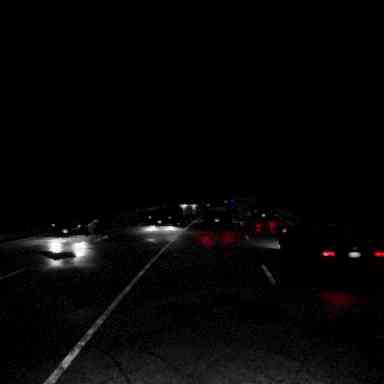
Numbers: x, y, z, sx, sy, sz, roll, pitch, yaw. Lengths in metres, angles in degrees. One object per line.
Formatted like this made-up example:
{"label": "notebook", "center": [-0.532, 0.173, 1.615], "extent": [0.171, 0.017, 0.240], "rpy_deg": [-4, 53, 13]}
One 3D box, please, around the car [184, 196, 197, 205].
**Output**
{"label": "car", "center": [-0.243, 1.514, 60.386], "extent": [1.837, 1.490, 4.892], "rpy_deg": [0, 0, 9]}

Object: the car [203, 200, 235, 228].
{"label": "car", "center": [1.750, 1.536, 22.214], "extent": [1.812, 1.442, 4.674], "rpy_deg": [0, 0, 7]}

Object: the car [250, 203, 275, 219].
{"label": "car", "center": [6.193, 1.625, 29.570], "extent": [1.895, 1.301, 4.718], "rpy_deg": [0, 0, 8]}

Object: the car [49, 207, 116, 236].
{"label": "car", "center": [-5.901, 1.536, 18.812], "extent": [2.033, 1.411, 5.357], "rpy_deg": [0, 0, 6]}

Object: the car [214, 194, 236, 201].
{"label": "car", "center": [4.284, 1.242, 41.318], "extent": [2.150, 2.045, 5.566], "rpy_deg": [0, 0, 8]}

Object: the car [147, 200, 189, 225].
{"label": "car", "center": [-1.774, 1.548, 24.143], "extent": [2.033, 1.411, 5.357], "rpy_deg": [0, 0, 7]}

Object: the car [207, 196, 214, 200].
{"label": "car", "center": [3.949, 1.569, 64.847], "extent": [2.033, 1.411, 5.357], "rpy_deg": [0, 0, 8]}

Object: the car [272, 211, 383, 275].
{"label": "car", "center": [4.095, 1.560, 10.496], "extent": [2.033, 1.411, 5.357], "rpy_deg": [0, 0, 4]}
